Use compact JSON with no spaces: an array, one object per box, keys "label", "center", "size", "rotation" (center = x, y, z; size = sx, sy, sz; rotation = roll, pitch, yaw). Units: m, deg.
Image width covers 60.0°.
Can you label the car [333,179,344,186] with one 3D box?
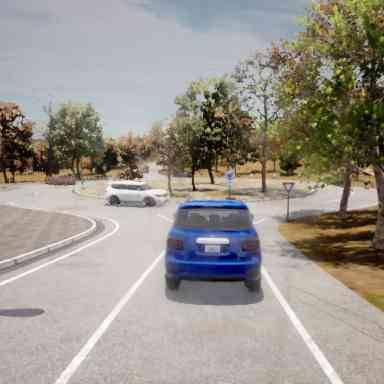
[{"label":"car","center":[21.378,-1.665,49.031],"size":[1.837,1.490,4.892],"rotation":[0,5,-7]}]

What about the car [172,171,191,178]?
[{"label":"car","center":[-2.212,-3.695,70.790],"size":[4.181,1.385,1.994],"rotation":[4,7,40]}]

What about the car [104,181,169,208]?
[{"label":"car","center":[-4.761,0.152,28.359],"size":[5.566,2.045,2.150],"rotation":[2,7,18]}]

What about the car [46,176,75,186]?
[{"label":"car","center":[-19.803,-1.661,50.102],"size":[4.181,1.385,1.994],"rotation":[-4,7,-33]}]

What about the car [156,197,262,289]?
[{"label":"car","center":[0.589,1.208,9.319],"size":[2.150,2.045,5.566],"rotation":[0,0,4]}]
